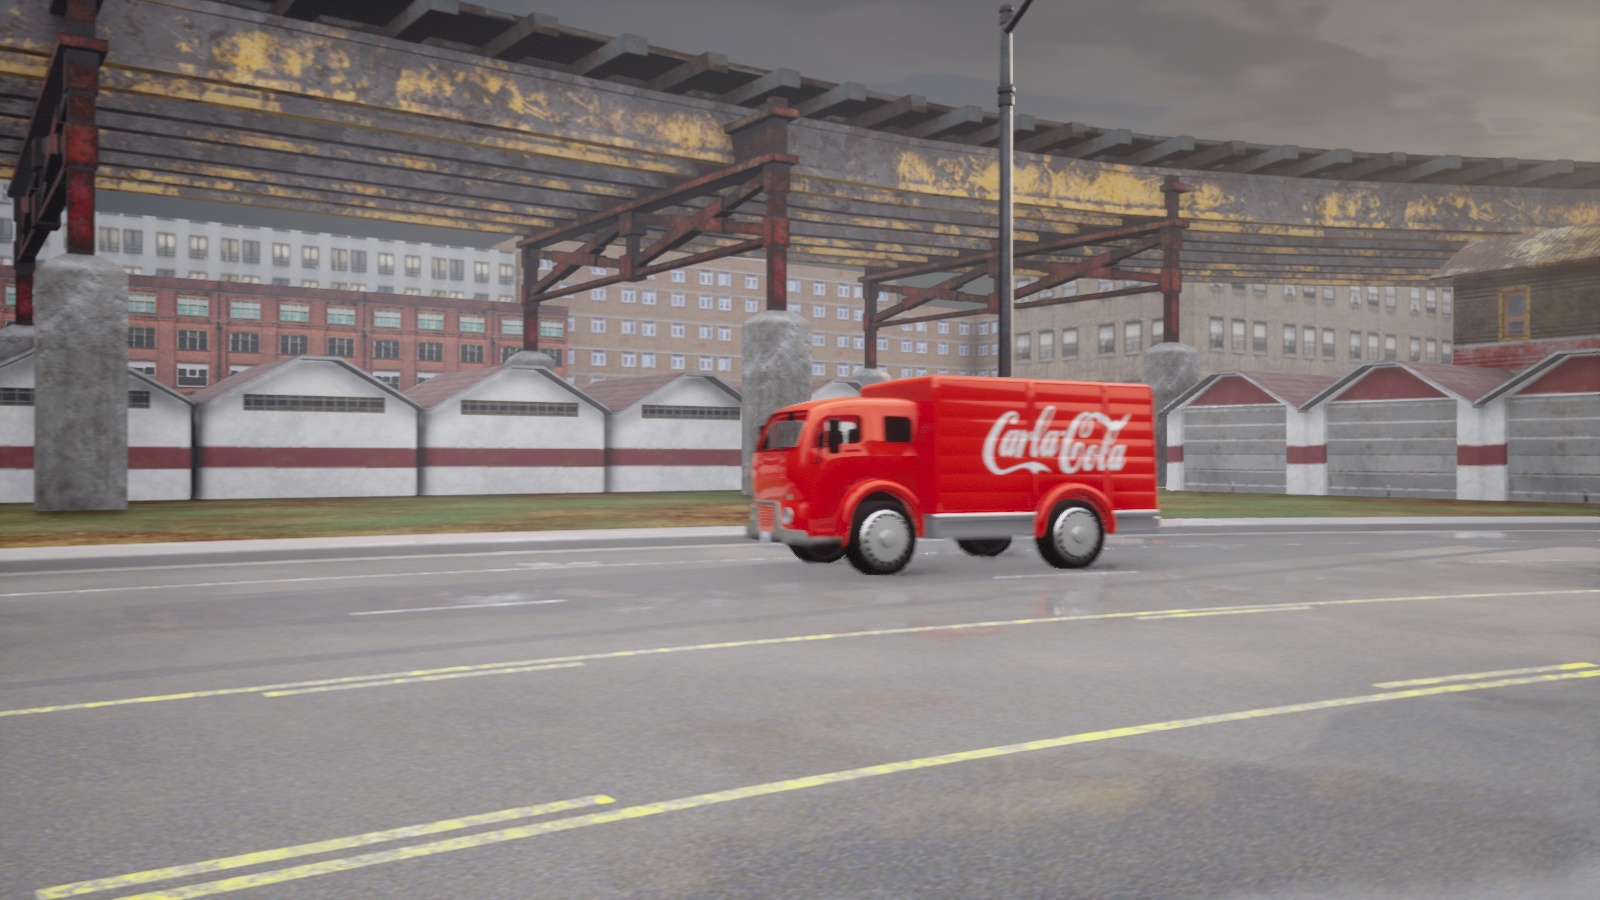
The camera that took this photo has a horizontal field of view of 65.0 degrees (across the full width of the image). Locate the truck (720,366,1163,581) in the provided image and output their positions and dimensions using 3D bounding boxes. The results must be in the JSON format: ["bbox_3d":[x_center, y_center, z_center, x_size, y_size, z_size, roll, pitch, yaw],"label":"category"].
[{"bbox_3d":[1.838,0.298,16.659,5.204,2.467,2.627,0,-1,-23],"label":"truck"}]
